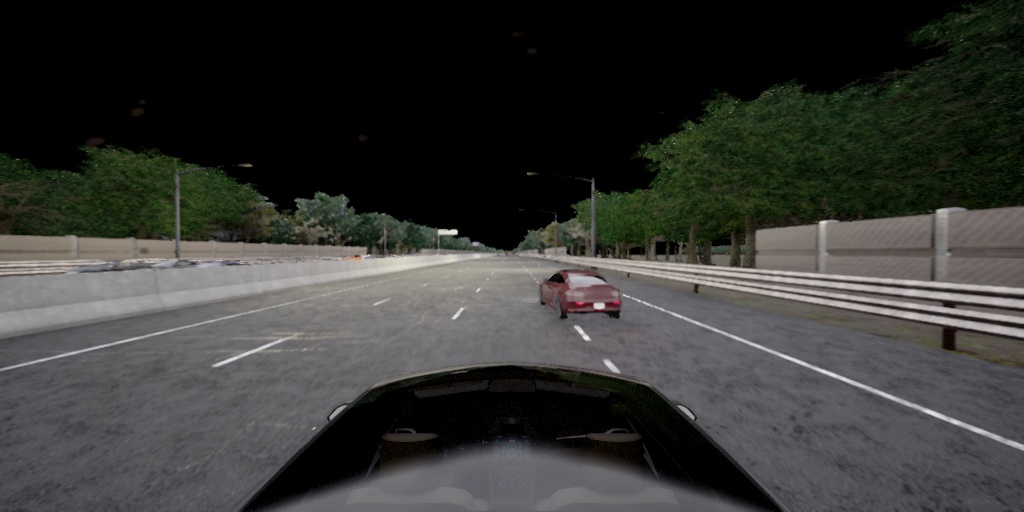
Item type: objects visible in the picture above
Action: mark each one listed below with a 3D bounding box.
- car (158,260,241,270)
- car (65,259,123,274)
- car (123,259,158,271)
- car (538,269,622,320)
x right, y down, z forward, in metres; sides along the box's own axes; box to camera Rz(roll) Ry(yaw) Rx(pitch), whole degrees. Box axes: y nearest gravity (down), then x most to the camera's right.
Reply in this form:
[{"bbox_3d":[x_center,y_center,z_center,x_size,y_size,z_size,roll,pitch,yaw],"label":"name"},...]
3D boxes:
[{"bbox_3d":[-17.600,1.058,21.245,1.812,1.442,4.674,0,0,0],"label":"car"},{"bbox_3d":[-28.078,0.983,25.297,2.128,1.511,4.902,0,1,0],"label":"car"},{"bbox_3d":[-24.574,1.008,25.977,1.812,1.442,4.674,0,0,0],"label":"car"},{"bbox_3d":[2.115,1.170,12.016,1.812,1.442,4.674,0,0,-6],"label":"car"}]
